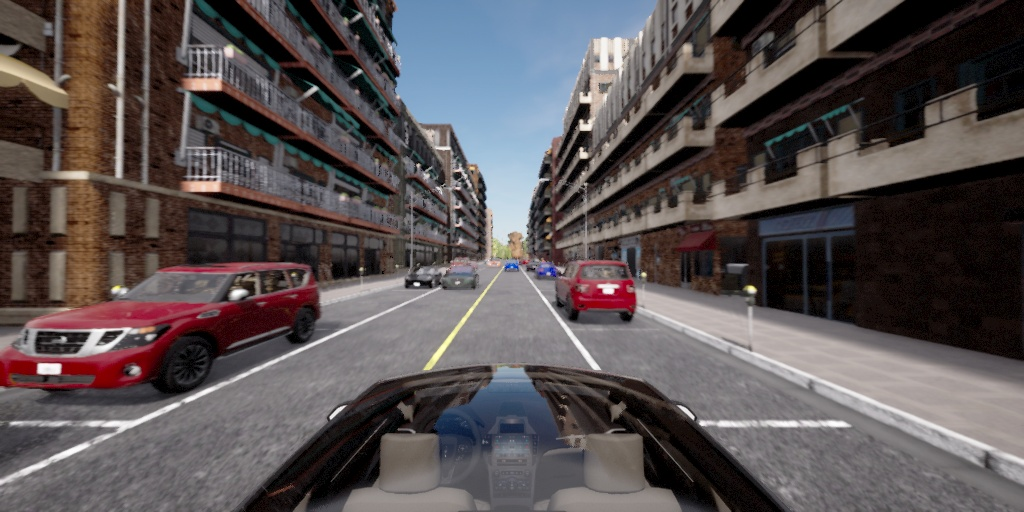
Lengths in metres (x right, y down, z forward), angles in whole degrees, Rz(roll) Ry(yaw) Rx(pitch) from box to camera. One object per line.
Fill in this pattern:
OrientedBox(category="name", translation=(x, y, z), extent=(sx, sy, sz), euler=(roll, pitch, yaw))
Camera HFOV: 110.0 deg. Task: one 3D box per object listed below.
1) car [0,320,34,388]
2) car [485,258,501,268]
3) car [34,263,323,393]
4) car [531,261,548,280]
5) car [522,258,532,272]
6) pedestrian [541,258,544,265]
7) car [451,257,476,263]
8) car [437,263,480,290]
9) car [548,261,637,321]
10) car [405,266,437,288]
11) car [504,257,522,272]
OrientedBox(category="car", translation=(-5.689, 1.275, 1.177), extent=(1.751, 1.417, 4.829), euler=(0, 0, 0))
OrientedBox(category="car", translation=(-3.033, 1.157, 63.013), extent=(2.097, 1.767, 4.553), euler=(0, 0, 0))
OrientedBox(category="car", translation=(-5.690, 1.066, 6.915), extent=(2.192, 1.841, 5.009), euler=(0, 0, 0))
OrientedBox(category="car", translation=(2.993, 1.289, 31.858), extent=(1.812, 1.442, 4.674), euler=(0, 0, 0))
OrientedBox(category="car", translation=(2.681, 1.337, 45.859), extent=(1.948, 1.339, 4.313), euler=(0, 0, 0))
OrientedBox(category="pedestrian", translation=(2.970, 1.058, 34.706), extent=(0.375, 1.860, 0.375), euler=(1, -1, -3))
OrientedBox(category="car", translation=(-5.699, 1.082, 40.322), extent=(2.192, 1.841, 5.009), euler=(0, 0, 0))
OrientedBox(category="car", translation=(-3.098, 1.322, 22.394), extent=(1.994, 1.385, 4.181), euler=(0, 0, 0))
OrientedBox(category="car", translation=(2.690, 1.069, 12.452), extent=(2.192, 1.841, 5.009), euler=(0, 0, 0))
OrientedBox(category="car", translation=(-5.694, 1.324, 23.619), extent=(1.948, 1.339, 4.313), euler=(0, 0, 0))
OrientedBox(category="car", translation=(0.009, 1.249, 47.415), extent=(1.882, 1.535, 5.008), euler=(0, 0, 0))
